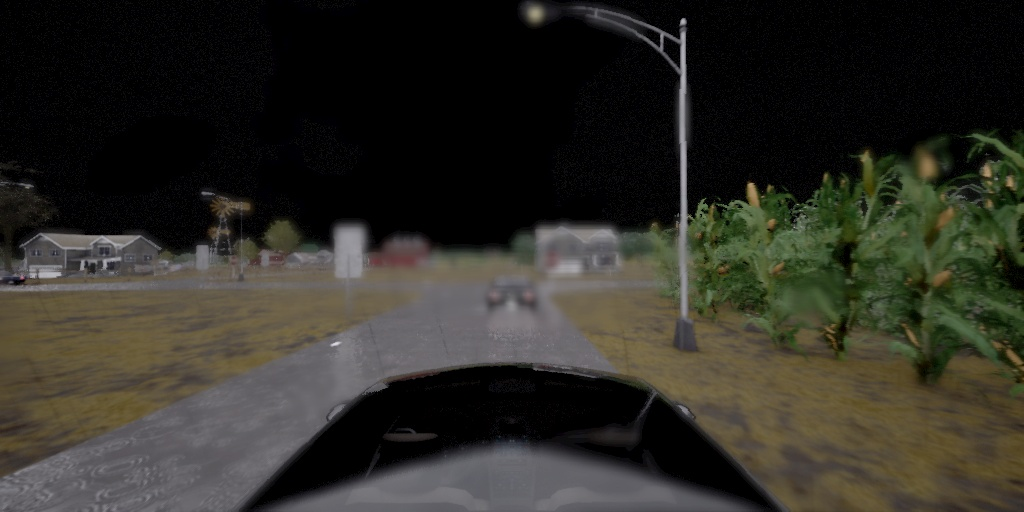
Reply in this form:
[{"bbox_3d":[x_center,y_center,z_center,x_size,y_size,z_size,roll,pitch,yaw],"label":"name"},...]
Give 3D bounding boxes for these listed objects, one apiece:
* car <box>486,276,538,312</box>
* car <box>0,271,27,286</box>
[{"bbox_3d":[0.060,1.483,15.081,1.895,1.301,4.718,0,-1,2],"label":"car"},{"bbox_3d":[-43.588,1.917,29.638,4.718,1.301,1.895,-1,0,0],"label":"car"}]
